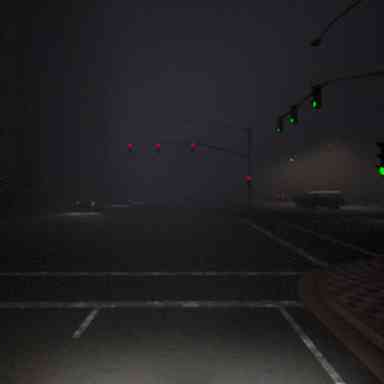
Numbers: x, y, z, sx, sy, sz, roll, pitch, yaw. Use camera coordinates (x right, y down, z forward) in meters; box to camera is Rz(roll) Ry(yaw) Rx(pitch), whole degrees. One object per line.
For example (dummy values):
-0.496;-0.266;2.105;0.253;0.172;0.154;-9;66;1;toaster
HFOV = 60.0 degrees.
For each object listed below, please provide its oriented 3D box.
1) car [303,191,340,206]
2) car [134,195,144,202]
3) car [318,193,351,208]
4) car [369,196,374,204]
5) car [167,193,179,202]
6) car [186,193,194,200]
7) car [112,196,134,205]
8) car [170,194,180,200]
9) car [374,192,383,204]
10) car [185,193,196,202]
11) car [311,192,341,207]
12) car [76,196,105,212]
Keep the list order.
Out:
21.412;0.934;55.101;4.605;1.855;1.932;0;0;0;car
-10.879;1.224;66.690;1.994;1.385;4.181;0;0;0;car
21.427;1.203;49.524;3.806;1.475;1.970;0;0;0;car
36.591;1.099;63.454;3.905;1.438;1.784;0;0;0;car
-3.877;1.031;66.444;2.097;1.767;4.553;0;0;0;car
-0.384;0.991;76.575;1.837;1.490;4.892;0;0;0;car
-10.936;1.300;51.692;2.033;1.411;5.357;0;0;0;car
-3.884;1.087;76.603;1.895;1.301;4.718;0;0;0;car
36.509;0.903;60.556;4.605;1.855;1.932;0;0;0;car
-0.377;1.030;66.446;2.097;1.767;4.553;0;0;0;car
21.446;1.158;52.419;3.905;1.438;1.784;0;0;0;car
-10.944;1.182;36.044;2.097;1.767;4.553;0;0;0;car
